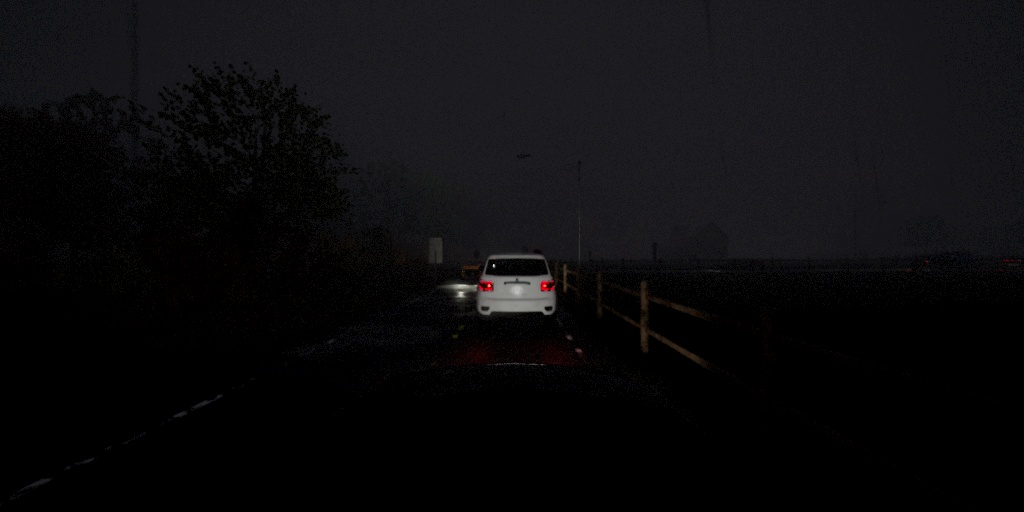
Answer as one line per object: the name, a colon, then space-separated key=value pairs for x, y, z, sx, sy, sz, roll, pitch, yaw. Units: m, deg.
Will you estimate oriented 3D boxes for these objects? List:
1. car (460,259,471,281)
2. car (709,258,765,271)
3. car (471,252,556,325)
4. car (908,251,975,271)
car: x=-2.747 y=0.944 z=27.390 sx=1.882 sy=1.535 sz=5.008 roll=0 pitch=0 yaw=0
car: x=25.069 y=0.890 z=40.021 sx=5.357 sy=1.411 sz=2.033 roll=0 pitch=0 yaw=-1
car: x=0.104 y=0.897 z=11.616 sx=2.150 sy=2.045 sz=5.566 roll=0 pitch=1 yaw=0
car: x=44.533 y=0.604 z=37.452 sx=4.553 sy=1.767 sz=2.097 roll=0 pitch=0 yaw=0
